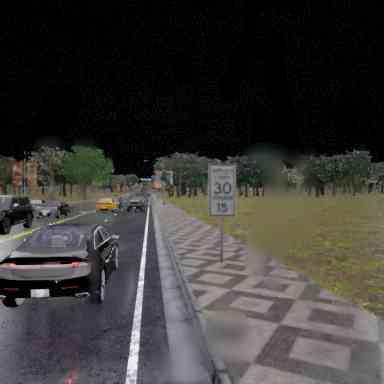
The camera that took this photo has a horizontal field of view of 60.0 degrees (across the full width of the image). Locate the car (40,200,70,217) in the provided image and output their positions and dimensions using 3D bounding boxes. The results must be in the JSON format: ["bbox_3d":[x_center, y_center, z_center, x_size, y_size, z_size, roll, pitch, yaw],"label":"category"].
[{"bbox_3d":[-12.183,1.491,29.295,2.128,1.511,4.902,0,0,-7],"label":"car"}]

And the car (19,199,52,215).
[{"bbox_3d":[-16.043,1.514,34.384,1.812,1.442,4.674,0,0,-9],"label":"car"}]

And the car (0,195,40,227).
[{"bbox_3d":[-10.900,1.206,18.995,2.150,2.045,5.566,0,0,-7],"label":"car"}]

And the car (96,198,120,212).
[{"bbox_3d":[-9.979,1.512,38.981,1.882,1.535,5.008,0,0,-7],"label":"car"}]

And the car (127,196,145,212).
[{"bbox_3d":[-6.888,1.561,40.523,1.837,1.490,4.892,0,0,-7],"label":"car"}]

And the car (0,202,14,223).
[{"bbox_3d":[-14.821,1.498,24.164,1.812,1.442,4.674,0,0,-7],"label":"car"}]

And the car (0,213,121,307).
[{"bbox_3d":[-2.871,1.499,8.031,2.128,1.511,4.902,0,0,-7],"label":"car"}]

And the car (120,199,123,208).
[{"bbox_3d":[-11.309,1.597,49.166,2.033,1.411,5.357,0,0,-7],"label":"car"}]

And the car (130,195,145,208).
[{"bbox_3d":[-8.158,1.423,50.333,2.097,1.767,4.553,0,0,-7],"label":"car"}]
